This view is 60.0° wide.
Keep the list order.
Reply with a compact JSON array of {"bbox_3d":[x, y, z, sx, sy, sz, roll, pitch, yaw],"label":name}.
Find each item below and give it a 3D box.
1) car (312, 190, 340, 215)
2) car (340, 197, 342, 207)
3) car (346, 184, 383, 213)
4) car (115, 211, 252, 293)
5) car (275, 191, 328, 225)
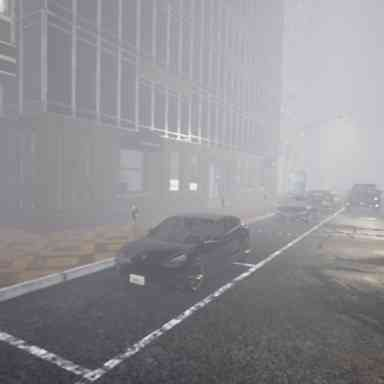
[{"bbox_3d":[8.563,0.612,22.681,1.967,1.590,4.097,3,3,30],"label":"car"},{"bbox_3d":[11.301,0.553,27.426,1.752,1.417,4.829,3,3,30],"label":"car"},{"bbox_3d":[13.162,0.389,25.365,2.150,2.045,5.566,3,3,30],"label":"car"},{"bbox_3d":[0.084,1.187,8.019,1.947,1.339,4.313,3,3,30],"label":"car"},{"bbox_3d":[5.736,0.872,17.796,2.008,1.369,4.403,3,3,30],"label":"car"}]
